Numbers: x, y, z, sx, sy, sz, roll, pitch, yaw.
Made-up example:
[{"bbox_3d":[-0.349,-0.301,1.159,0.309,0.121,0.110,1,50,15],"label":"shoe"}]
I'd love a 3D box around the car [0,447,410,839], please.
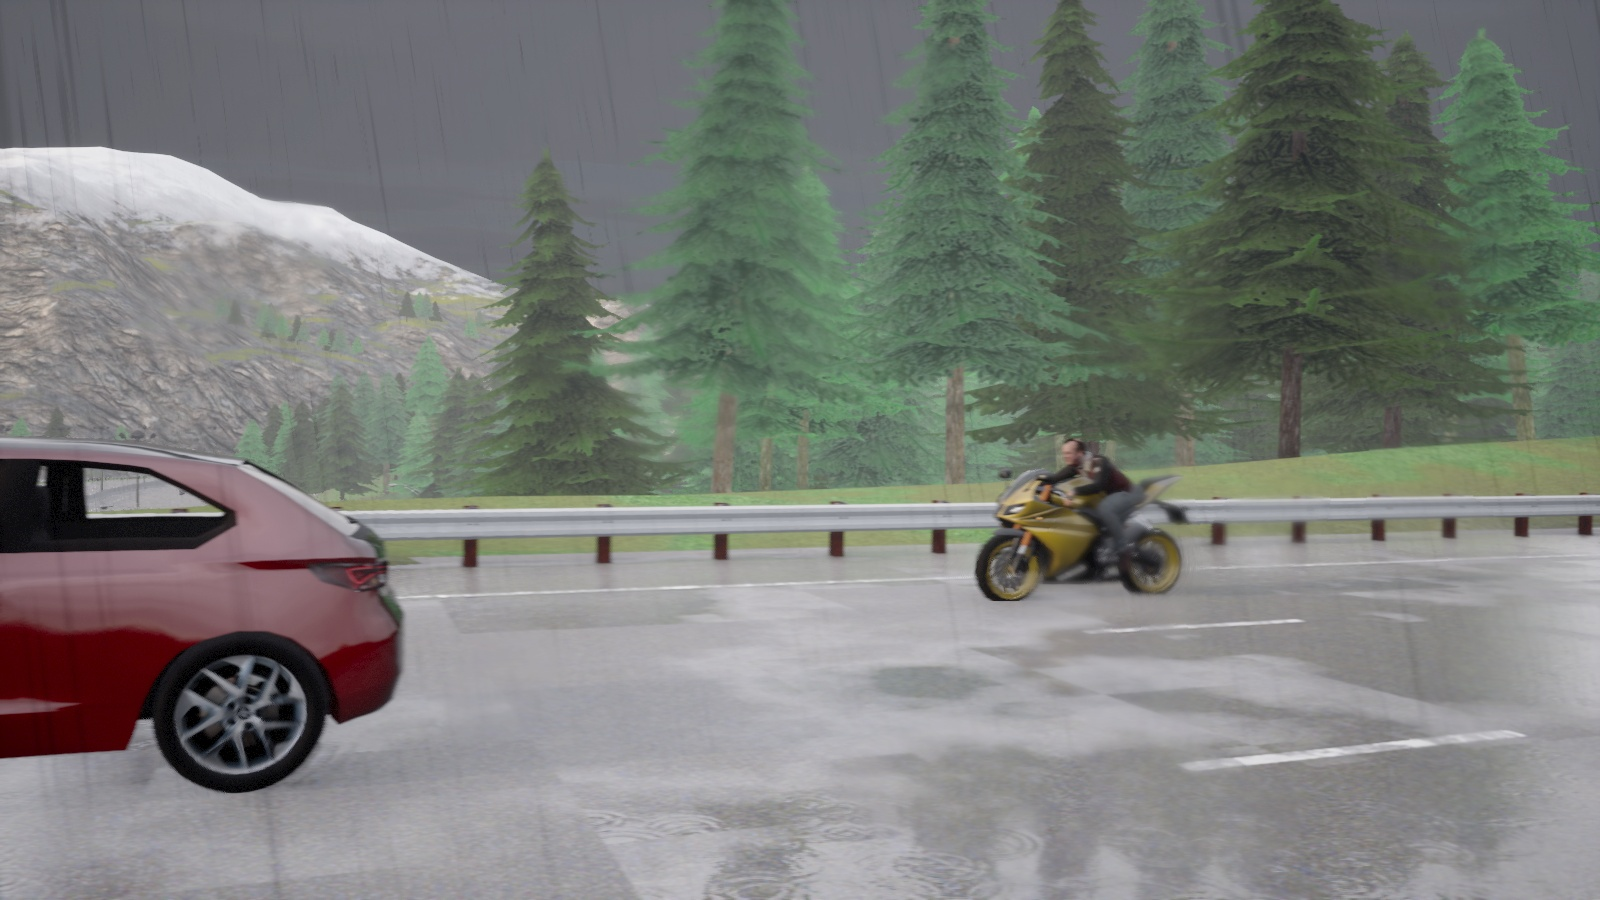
[{"bbox_3d":[-3.963,0.765,5.478,4.193,1.474,1.816,-1,1,-21],"label":"car"}]

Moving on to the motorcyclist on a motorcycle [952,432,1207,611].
[{"bbox_3d":[2.608,0.613,11.716,2.191,1.530,0.866,-1,1,-21],"label":"motorcyclist on a motorcycle"}]
